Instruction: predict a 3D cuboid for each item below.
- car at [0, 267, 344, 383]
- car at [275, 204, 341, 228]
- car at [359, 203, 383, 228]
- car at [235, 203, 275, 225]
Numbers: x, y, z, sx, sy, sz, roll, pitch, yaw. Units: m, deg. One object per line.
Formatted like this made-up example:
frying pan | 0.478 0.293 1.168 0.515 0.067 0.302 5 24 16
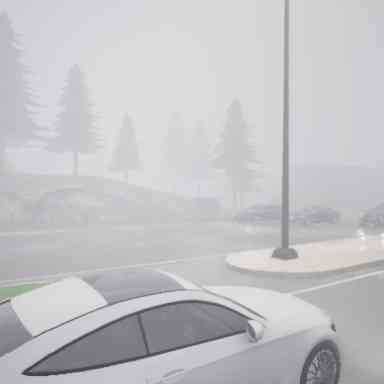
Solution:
car | -0.415 1.536 3.319 4.674 1.442 1.812 1 0 -35
car | 8.550 1.657 23.590 4.902 1.511 2.128 1 0 -34
car | 13.383 1.549 22.608 4.553 1.767 2.097 1 0 -34
car | 5.487 1.655 25.752 4.892 1.490 1.837 0 0 -34
